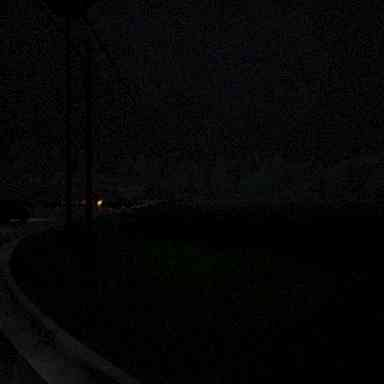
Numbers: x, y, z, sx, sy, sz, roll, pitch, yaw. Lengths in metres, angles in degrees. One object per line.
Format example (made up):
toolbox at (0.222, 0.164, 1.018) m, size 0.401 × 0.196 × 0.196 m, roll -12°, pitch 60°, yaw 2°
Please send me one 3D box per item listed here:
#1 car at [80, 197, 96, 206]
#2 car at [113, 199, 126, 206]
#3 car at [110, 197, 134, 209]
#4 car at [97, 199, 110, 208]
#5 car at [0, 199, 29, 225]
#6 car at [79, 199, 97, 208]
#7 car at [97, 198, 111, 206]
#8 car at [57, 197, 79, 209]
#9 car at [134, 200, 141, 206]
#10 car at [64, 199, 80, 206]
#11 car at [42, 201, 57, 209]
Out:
car at (-22.899, 2.108, 73.345) m, size 2.097 × 1.767 × 4.553 m, roll 0°, pitch -1°, yaw 0°
car at (-15.897, 2.248, 73.365) m, size 1.994 × 1.385 × 4.181 m, roll 0°, pitch -1°, yaw 0°
car at (-12.317, 1.911, 59.118) m, size 2.150 × 2.045 × 5.566 m, roll 0°, pitch -1°, yaw 0°
car at (-15.910, 2.116, 63.427) m, size 2.097 × 1.767 × 4.553 m, roll 0°, pitch -1°, yaw 0°
car at (-15.853, 1.627, 27.870) m, size 2.150 × 2.045 × 5.566 m, roll 0°, pitch -1°, yaw 0°
car at (-19.408, 2.393, 63.394) m, size 1.895 × 1.301 × 4.718 m, roll 0°, pitch -1°, yaw 0°
car at (-19.398, 2.202, 73.370) m, size 1.882 × 1.535 × 5.008 m, roll 0°, pitch -1°, yaw 0°
car at (-22.911, 2.038, 62.985) m, size 2.150 × 2.045 × 5.566 m, roll 0°, pitch -1°, yaw 0°
car at (-12.394, 2.387, 73.295) m, size 1.994 × 1.385 × 4.181 m, roll 0°, pitch -1°, yaw 0°
car at (-26.397, 2.306, 73.377) m, size 1.812 × 1.442 × 4.674 m, roll 0°, pitch -1°, yaw 0°
car at (-26.408, 2.392, 62.956) m, size 2.033 × 1.411 × 5.357 m, roll 0°, pitch -1°, yaw 0°
